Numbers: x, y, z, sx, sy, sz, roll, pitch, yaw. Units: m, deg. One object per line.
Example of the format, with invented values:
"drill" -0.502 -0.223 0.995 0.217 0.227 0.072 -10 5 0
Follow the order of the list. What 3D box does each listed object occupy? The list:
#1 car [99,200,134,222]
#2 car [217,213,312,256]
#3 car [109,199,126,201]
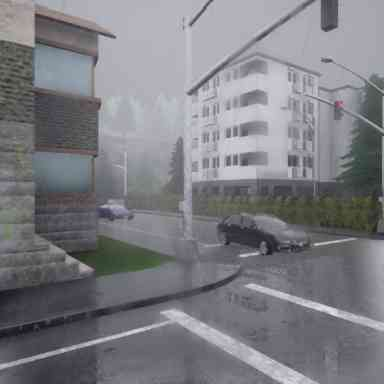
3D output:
"car" -6.640 1.702 28.316 1.812 1.442 4.674 0 0 -35
"car" 2.849 1.674 14.166 1.837 1.490 4.892 1 -1 -27
"car" -8.748 1.528 37.622 2.097 1.767 4.553 0 0 -35
